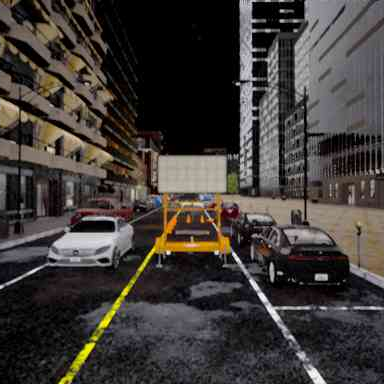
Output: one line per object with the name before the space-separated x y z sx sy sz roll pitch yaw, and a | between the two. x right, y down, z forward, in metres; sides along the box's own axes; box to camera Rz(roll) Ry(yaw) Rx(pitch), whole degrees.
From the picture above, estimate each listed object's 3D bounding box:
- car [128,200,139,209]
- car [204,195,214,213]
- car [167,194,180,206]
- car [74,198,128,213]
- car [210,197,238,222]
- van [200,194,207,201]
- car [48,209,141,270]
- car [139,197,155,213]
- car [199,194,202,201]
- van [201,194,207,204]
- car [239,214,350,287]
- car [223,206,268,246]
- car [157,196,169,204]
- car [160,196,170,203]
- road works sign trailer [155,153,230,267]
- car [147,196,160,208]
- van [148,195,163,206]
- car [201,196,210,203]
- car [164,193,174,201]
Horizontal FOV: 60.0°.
car | -5.651 1.537 25.846 1.887 1.381 4.507 1 0 0
car | 2.744 1.431 36.975 1.967 1.590 4.097 1 0 0
car | -2.938 1.579 55.893 2.033 1.411 5.357 0 0 0
car | -5.653 1.309 20.276 2.192 1.841 5.009 1 0 0
car | 2.731 1.433 25.835 1.967 1.590 4.097 1 0 0
van | 2.795 1.329 81.533 1.690 1.788 3.998 1 0 0
car | -3.075 1.522 11.092 1.812 1.442 4.674 0 0 0
car | -5.638 1.556 36.985 1.947 1.339 4.313 1 0 0
car | 2.773 1.570 64.822 1.802 1.307 4.206 1 0 0
van | 2.764 1.330 53.684 1.690 1.788 3.998 1 0 0
car | 2.711 1.548 9.127 2.008 1.369 4.403 1 0 0
car | 2.717 1.546 14.695 2.008 1.369 4.403 1 0 0
car | -5.607 1.538 64.833 2.008 1.369 4.403 1 0 0
car | -5.601 1.513 70.234 1.752 1.417 4.829 1 0 0
road works sign trailer | 0.010 0.461 11.393 2.380 3.560 2.880 0 0 0
car | -5.632 1.541 42.555 2.008 1.369 4.403 1 0 0
van | -5.623 1.330 48.125 1.690 1.788 3.998 1 0 0
car | 2.780 1.513 70.562 1.752 1.417 4.829 1 0 0
car | -5.585 1.302 81.543 2.192 1.841 5.009 1 0 0
